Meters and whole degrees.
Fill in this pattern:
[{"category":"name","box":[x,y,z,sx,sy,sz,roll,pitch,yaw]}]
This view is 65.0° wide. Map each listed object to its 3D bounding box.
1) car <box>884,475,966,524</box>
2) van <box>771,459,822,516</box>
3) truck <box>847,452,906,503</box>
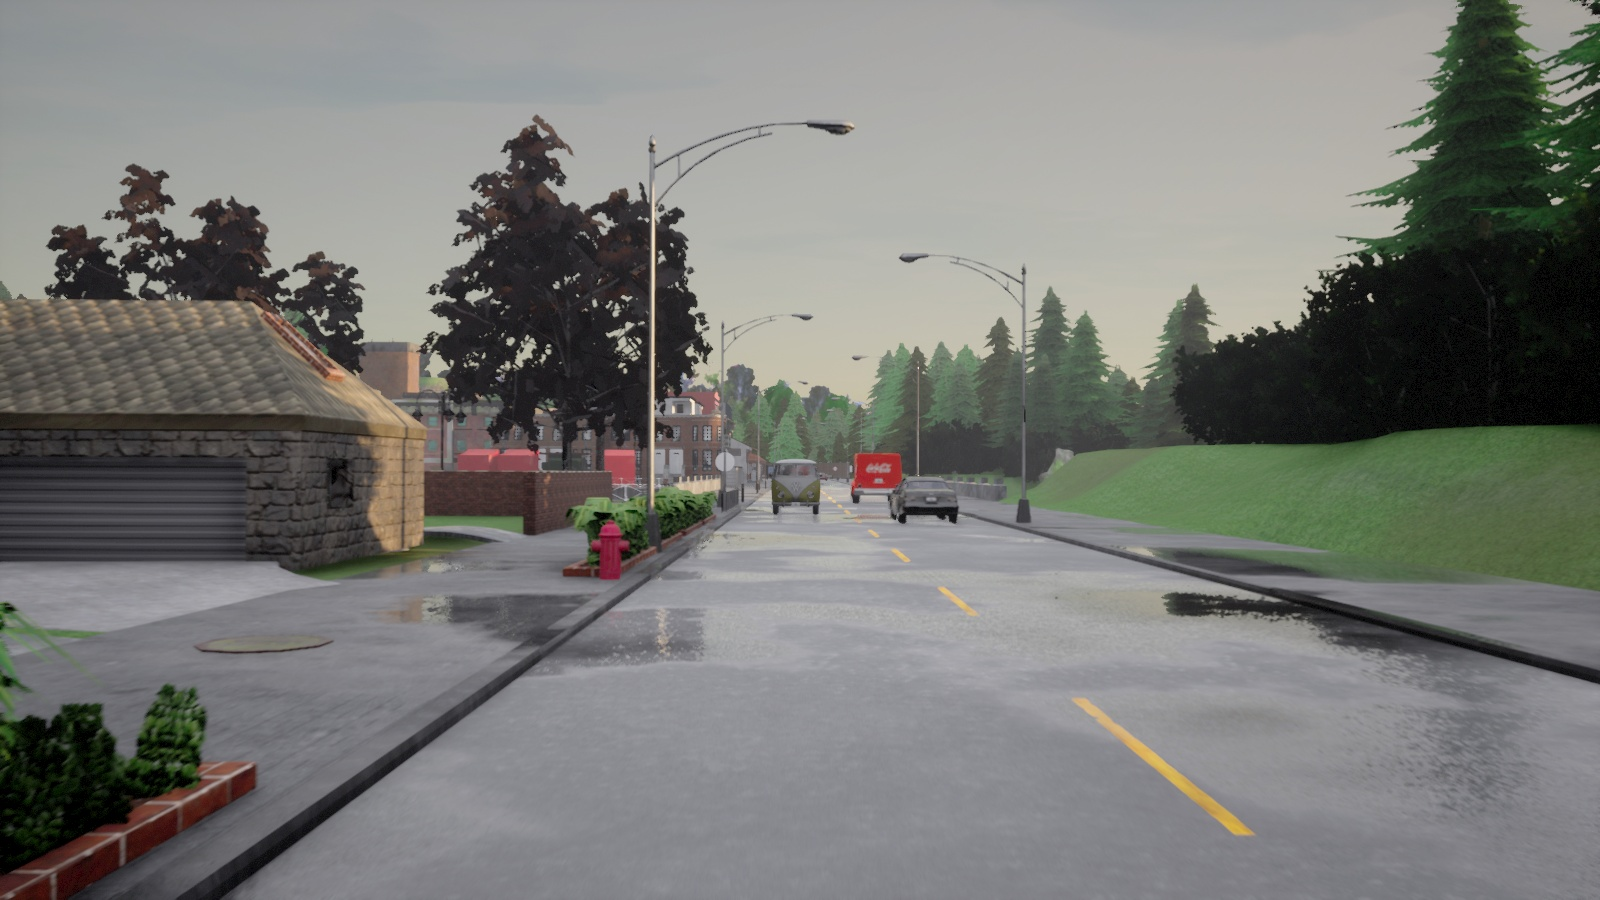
[{"category":"car","box":[3.878,1.514,39.878,2.033,1.411,5.357,0,-1,0]},{"category":"van","box":[-0.142,1.334,45.900,1.775,1.987,4.442,0,-1,0]},{"category":"truck","box":[3.802,1.377,63.346,2.627,2.467,5.204,0,-1,0]}]
